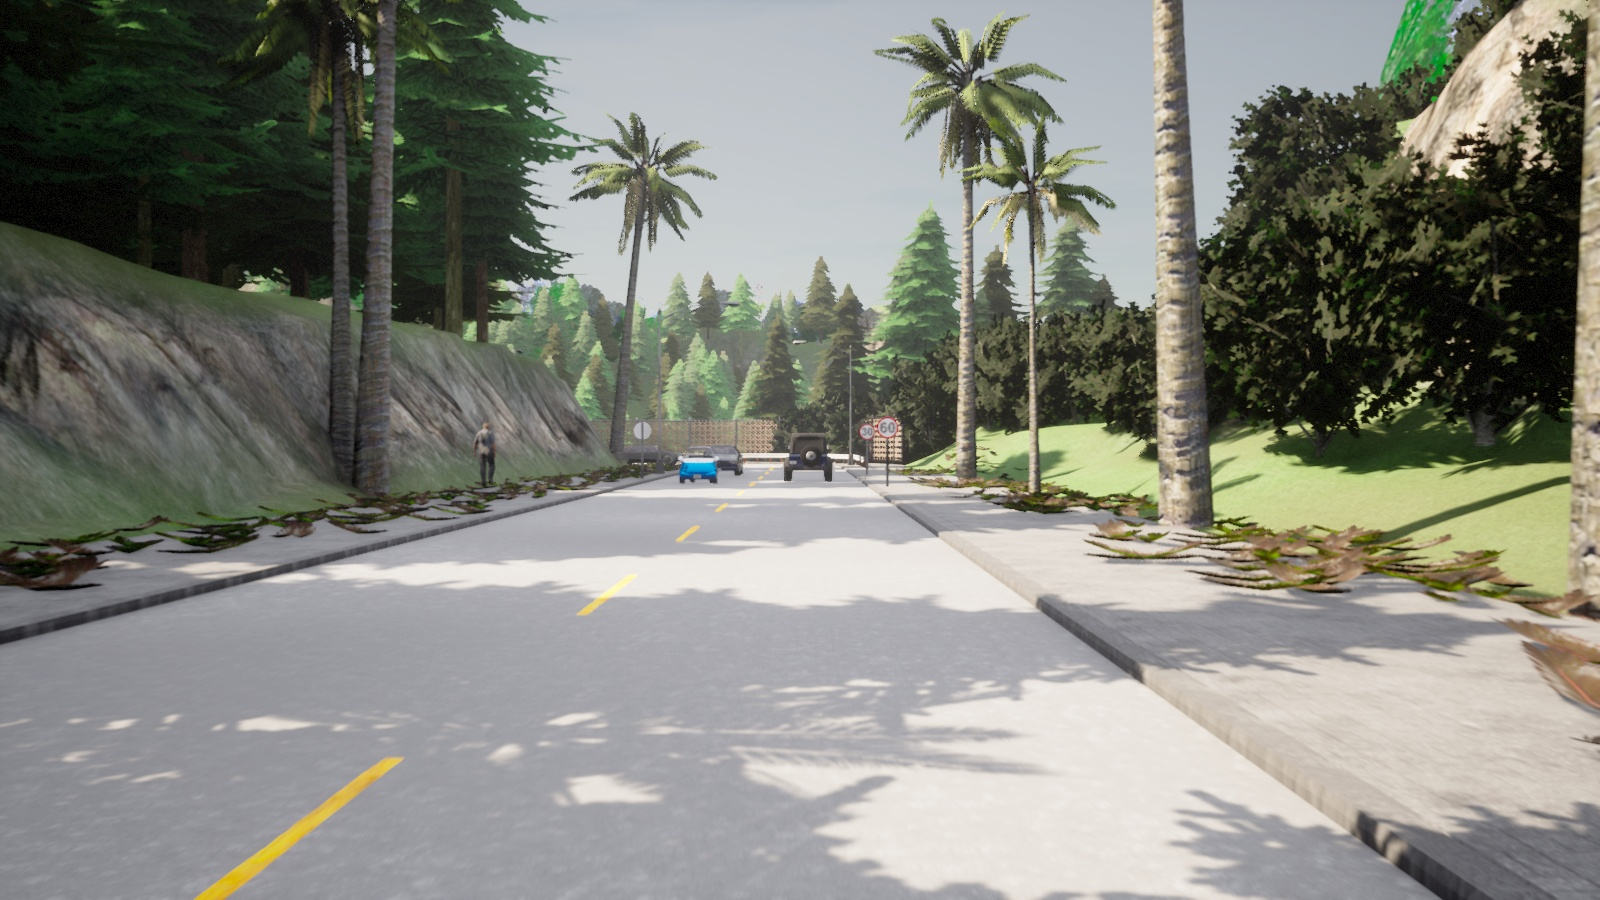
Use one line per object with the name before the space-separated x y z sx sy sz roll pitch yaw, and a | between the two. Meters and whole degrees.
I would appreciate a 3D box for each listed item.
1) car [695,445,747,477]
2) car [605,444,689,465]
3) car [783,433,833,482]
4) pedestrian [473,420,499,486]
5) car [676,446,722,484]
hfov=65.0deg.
car | -3.617 0.463 58.183 2.033 1.411 5.357 0 0 0
car | -10.247 0.311 84.365 5.357 1.411 2.033 0 0 4
car | 0.331 0.260 50.033 1.905 1.878 3.866 0 0 0
pedestrian | -8.818 0.086 35.268 0.540 1.848 0.694 0 0 0
car | -3.693 0.538 46.177 1.481 1.376 2.207 0 0 0
